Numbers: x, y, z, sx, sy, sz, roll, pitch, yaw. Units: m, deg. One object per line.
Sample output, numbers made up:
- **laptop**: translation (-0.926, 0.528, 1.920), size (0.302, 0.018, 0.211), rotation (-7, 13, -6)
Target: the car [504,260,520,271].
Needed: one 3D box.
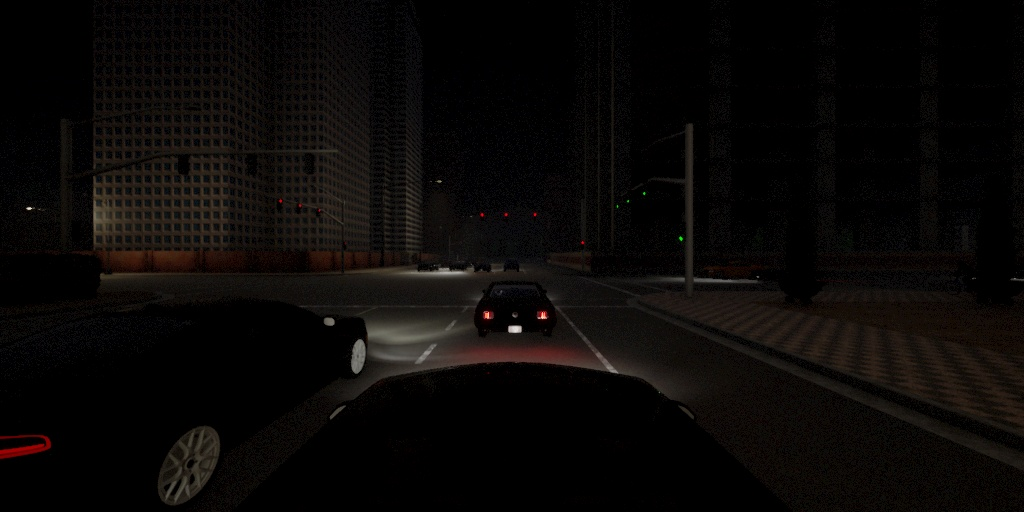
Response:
- **car**: translation (-0.036, 1.212, 47.929), size (1.882, 1.535, 5.008), rotation (0, 0, 1)

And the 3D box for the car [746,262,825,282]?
- **car**: translation (21.709, 1.342, 28.405), size (4.718, 1.301, 1.895), rotation (0, 0, 0)

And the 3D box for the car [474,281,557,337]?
- **car**: translation (0.074, 1.348, 10.227), size (1.895, 1.301, 4.718), rotation (0, 0, 0)

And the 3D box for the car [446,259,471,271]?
- **car**: translation (-7.223, 1.336, 48.465), size (1.895, 1.301, 4.718), rotation (0, 0, 1)

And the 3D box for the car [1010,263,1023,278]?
- **car**: translation (46.199, 1.288, 31.682), size (5.357, 1.411, 2.033), rotation (0, 0, 1)

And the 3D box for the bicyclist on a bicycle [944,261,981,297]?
- **bicyclist on a bicycle**: translation (20.758, 1.046, 16.429), size (0.582, 1.620, 1.656), rotation (0, 0, 0)

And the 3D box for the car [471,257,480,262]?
- **car**: translation (-7.023, 1.234, 60.429), size (1.837, 1.490, 4.892), rotation (0, 0, 1)

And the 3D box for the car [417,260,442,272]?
- **car**: translation (-10.755, 1.213, 46.112), size (1.882, 1.535, 5.008), rotation (0, 0, 1)

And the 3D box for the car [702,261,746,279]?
- **car**: translation (19.622, 1.218, 31.920), size (5.008, 1.535, 1.882), rotation (0, 0, 0)

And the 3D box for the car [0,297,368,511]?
- **car**: translation (-3.452, 1.227, 4.278), size (1.882, 1.535, 5.008), rotation (0, 0, 1)

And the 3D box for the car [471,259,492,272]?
- **car**: translation (-3.581, 1.337, 44.782), size (1.895, 1.301, 4.718), rotation (0, 0, 1)

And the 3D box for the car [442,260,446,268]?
- **car**: translation (-10.550, 1.332, 59.094), size (1.895, 1.301, 4.718), rotation (0, 0, 1)
